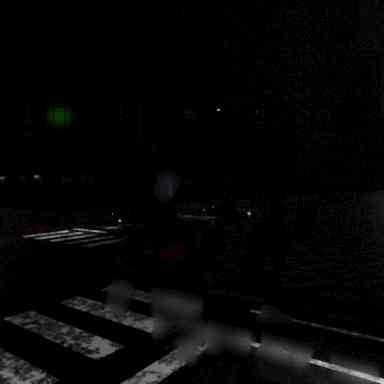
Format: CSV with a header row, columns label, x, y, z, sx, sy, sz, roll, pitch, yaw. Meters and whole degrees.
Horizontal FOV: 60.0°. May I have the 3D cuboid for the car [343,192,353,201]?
label,x,y,z,sx,sy,sz,roll,pitch,yaw
car,25.488,0.653,55.641,1.882,1.535,5.008,0,1,36

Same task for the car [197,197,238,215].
label,x,y,z,sx,sy,sz,roll,pitch,yaw
car,2.322,1.157,28.768,1.812,1.442,4.674,0,1,36

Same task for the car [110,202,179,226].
label,x,y,z,sx,sy,sz,roll,pitch,yaw
car,-2.957,1.353,21.413,1.895,1.301,4.718,0,1,36

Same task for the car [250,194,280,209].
label,x,y,z,sx,sy,sz,roll,pitch,yaw
car,8.129,0.976,36.868,1.882,1.535,5.008,0,1,36

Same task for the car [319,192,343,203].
label,x,y,z,sx,sy,sz,roll,pitch,yaw
car,19.600,0.814,47.417,1.837,1.490,4.892,0,1,36
